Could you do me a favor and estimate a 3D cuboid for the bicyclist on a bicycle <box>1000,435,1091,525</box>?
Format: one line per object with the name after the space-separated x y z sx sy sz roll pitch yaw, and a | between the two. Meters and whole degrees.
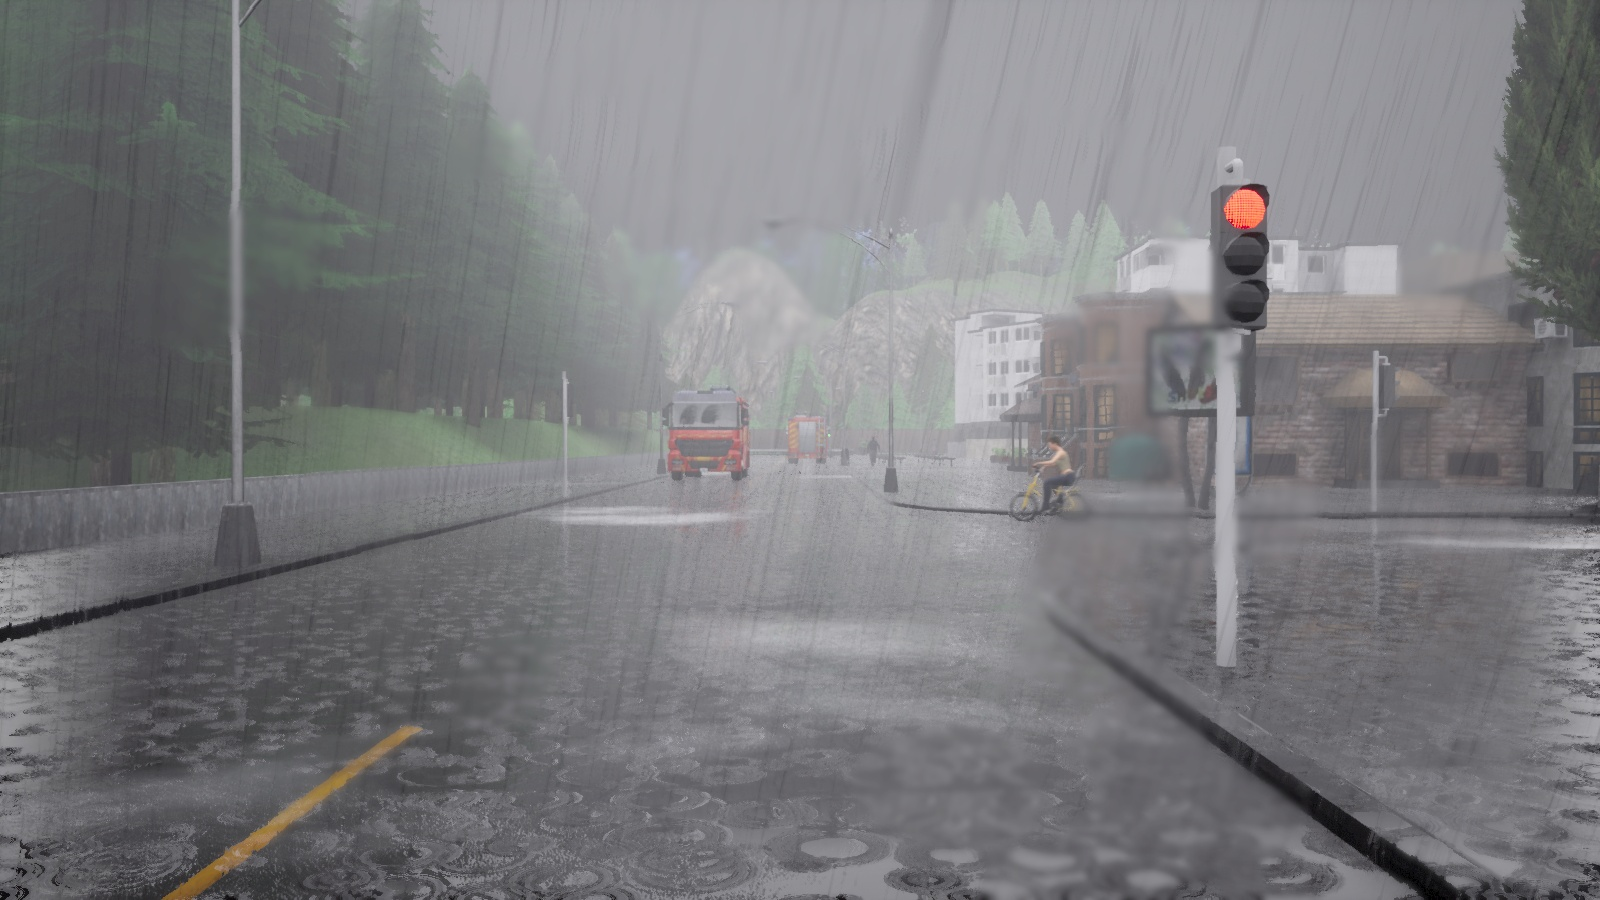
4.537 0.554 23.211 1.509 1.612 0.866 0 -2 21 | bicyclist on a bicycle

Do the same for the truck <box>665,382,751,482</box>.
-3.693 -0.717 52.363 2.891 3.827 8.468 0 0 0 | truck

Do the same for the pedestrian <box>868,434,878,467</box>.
4.201 0.052 72.262 0.563 1.883 0.849 0 0 1 | pedestrian

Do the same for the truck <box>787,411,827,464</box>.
0.544 -0.954 94.949 2.891 3.827 8.468 0 0 0 | truck
